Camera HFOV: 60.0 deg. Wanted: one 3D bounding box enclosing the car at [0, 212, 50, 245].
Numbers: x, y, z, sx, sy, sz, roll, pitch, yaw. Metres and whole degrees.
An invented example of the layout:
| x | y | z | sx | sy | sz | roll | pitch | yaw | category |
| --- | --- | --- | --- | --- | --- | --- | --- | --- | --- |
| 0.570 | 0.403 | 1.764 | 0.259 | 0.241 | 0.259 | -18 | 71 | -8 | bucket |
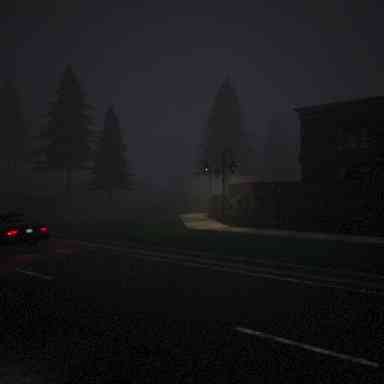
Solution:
| x | y | z | sx | sy | sz | roll | pitch | yaw | category |
| --- | --- | --- | --- | --- | --- | --- | --- | --- | --- |
| -8.262 | 1.547 | 14.186 | 5.357 | 1.411 | 2.033 | 0 | 0 | 35 | car |
